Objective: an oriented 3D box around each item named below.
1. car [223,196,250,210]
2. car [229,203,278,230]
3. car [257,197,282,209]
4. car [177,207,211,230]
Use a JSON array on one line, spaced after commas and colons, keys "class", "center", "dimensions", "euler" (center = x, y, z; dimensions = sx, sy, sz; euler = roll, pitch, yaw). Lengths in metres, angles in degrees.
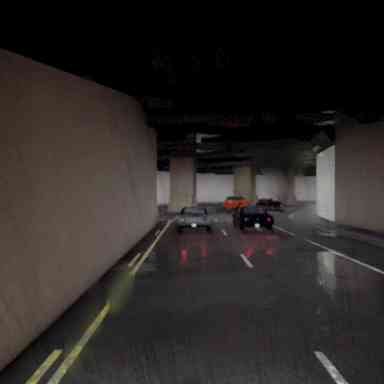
[{"class": "car", "center": [5.635, 1.268, 41.180], "dimensions": [2.097, 1.767, 4.553], "euler": [0, 0, 31]}, {"class": "car", "center": [3.633, 1.559, 20.638], "dimensions": [1.895, 1.301, 4.718], "euler": [0, 0, 0]}, {"class": "car", "center": [9.539, 1.409, 40.818], "dimensions": [2.128, 1.511, 4.902], "euler": [0, 0, 35]}, {"class": "car", "center": [0.135, 1.558, 20.724], "dimensions": [1.895, 1.301, 4.718], "euler": [0, 0, 0]}]
